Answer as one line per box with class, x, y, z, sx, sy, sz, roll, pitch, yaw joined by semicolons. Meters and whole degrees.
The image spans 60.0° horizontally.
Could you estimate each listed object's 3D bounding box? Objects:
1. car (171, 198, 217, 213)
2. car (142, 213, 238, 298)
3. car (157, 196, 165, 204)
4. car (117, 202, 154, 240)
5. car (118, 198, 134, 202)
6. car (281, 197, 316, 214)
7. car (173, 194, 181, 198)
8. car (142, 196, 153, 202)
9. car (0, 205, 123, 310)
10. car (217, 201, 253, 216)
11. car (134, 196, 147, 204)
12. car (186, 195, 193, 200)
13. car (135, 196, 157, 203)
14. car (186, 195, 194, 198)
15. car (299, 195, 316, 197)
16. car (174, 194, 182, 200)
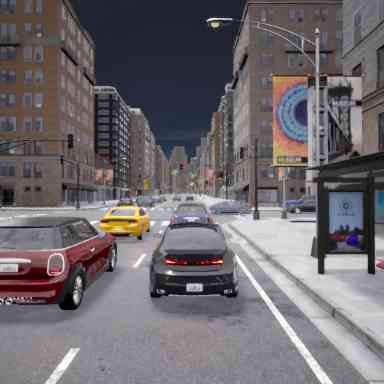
car;-0.036;1.360;17.467;2.097;1.767;4.553;0;0;0
car;0.023;1.508;8.531;1.837;1.490;4.892;0;0;-1
car;-6.996;1.547;65.455;1.812;1.442;4.674;0;0;0
car;-3.282;1.485;17.088;1.882;1.535;5.008;0;0;-1
car;-10.206;1.585;51.393;1.994;1.385;4.181;0;0;0
car;12.534;1.592;35.823;4.892;1.490;1.837;0;-1;-1
car;-3.819;1.607;82.034;1.895;1.301;4.718;0;0;0
car;-10.286;1.617;77.154;1.895;1.301;4.718;0;0;0
car;-3.221;1.355;7.960;2.097;1.767;4.553;0;0;-1
car;3.900;1.590;32.765;4.181;1.385;1.994;0;0;15
car;-10.238;1.529;66.405;1.837;1.490;4.892;0;-1;0
car;-0.637;1.439;92.058;1.895;1.301;4.718;0;0;0
car;-6.949;1.373;50.367;2.097;1.767;4.553;0;0;0
car;-0.566;1.489;81.609;1.882;1.535;5.008;0;0;0
car;13.405;1.355;39.084;5.566;2.045;2.150;0;-1;-1
car;-3.887;1.369;92.006;2.128;1.511;4.902;0;0;0
